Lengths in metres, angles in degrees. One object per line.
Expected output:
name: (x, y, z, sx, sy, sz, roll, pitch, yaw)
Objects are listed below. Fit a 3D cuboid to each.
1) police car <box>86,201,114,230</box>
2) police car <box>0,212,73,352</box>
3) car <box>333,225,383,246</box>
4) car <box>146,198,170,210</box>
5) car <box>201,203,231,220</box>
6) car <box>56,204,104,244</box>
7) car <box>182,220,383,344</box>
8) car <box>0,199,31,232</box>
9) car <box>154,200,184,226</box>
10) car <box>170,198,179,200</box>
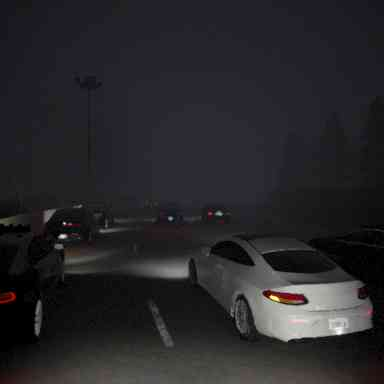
police car: (-6.178, 1.428, 21.366, 1.930, 1.638, 5.238, 0, 0, -5)
police car: (-3.593, 1.424, 6.265, 1.930, 1.638, 5.238, 0, 0, -14)
car: (4.596, 1.500, 7.700, 2.128, 1.511, 4.902, 0, 0, -15)
car: (-4.623, 1.539, 43.188, 1.812, 1.442, 4.674, 0, 0, 10)
car: (1.751, 1.561, 25.618, 2.033, 1.411, 5.357, 0, 0, -3)
car: (-5.473, 1.506, 15.548, 1.837, 1.490, 4.892, 0, 0, -9)
car: (1.286, 1.530, 6.508, 1.812, 1.442, 4.674, 0, 0, -15)
car: (-11.994, 1.347, 20.600, 2.097, 1.767, 4.553, 0, 0, -5)
car: (-1.565, 1.534, 23.693, 1.812, 1.442, 4.674, 0, 0, -4)
car: (-2.828, 1.621, 53.094, 1.895, 1.301, 4.718, 0, 0, 14)
